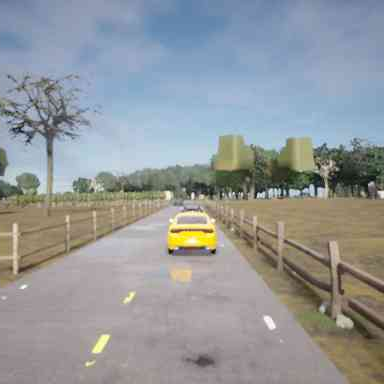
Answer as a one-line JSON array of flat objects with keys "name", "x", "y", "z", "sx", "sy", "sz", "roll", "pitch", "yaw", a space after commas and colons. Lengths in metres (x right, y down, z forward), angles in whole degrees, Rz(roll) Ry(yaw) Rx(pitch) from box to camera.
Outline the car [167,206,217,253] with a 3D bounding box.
[{"name": "car", "x": 0.010, "y": 1.622, "z": 14.495, "sx": 1.882, "sy": 1.535, "sz": 5.008, "roll": 0, "pitch": 0, "yaw": 0}]

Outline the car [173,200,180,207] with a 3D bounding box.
[{"name": "car", "x": -2.714, "y": 2.239, "z": 67.504, "sx": 1.994, "sy": 1.385, "sz": 4.181, "roll": 0, "pitch": -1, "yaw": 0}]

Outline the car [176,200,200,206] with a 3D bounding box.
[{"name": "car", "x": 0.011, "y": 1.784, "z": 29.344, "sx": 2.128, "sy": 1.511, "sz": 4.902, "roll": 0, "pitch": 0, "yaw": 0}]
